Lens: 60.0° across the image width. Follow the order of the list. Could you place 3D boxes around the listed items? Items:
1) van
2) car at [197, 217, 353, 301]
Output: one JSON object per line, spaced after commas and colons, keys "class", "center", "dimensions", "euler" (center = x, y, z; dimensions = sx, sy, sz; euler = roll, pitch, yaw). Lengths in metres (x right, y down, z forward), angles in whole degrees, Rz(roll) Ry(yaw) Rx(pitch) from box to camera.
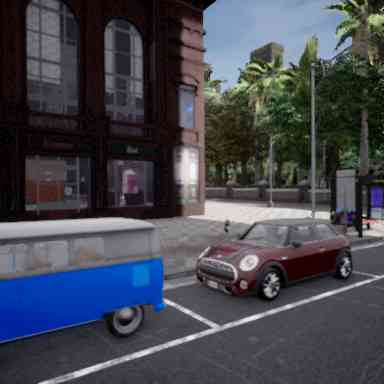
{"class": "van", "center": [-2.349, 1.335, 4.978], "dimensions": [3.998, 1.788, 1.690], "euler": [0, 0, -35]}
{"class": "car", "center": [2.069, 1.401, 8.129], "dimensions": [4.097, 1.590, 1.967], "euler": [0, 0, -35]}
